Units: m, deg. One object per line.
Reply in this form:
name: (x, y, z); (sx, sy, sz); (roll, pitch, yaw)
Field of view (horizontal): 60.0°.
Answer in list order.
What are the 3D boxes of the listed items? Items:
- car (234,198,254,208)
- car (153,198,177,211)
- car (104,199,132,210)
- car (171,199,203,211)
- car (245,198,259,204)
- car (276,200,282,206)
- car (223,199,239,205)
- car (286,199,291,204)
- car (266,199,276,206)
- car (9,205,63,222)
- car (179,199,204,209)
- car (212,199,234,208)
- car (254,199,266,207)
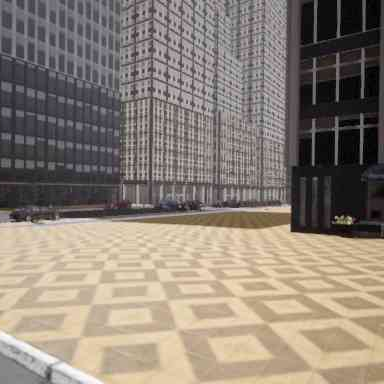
car: (9.193, 2.220, 61.076); (1.947, 1.339, 4.313); (0, 0, 35)
car: (-3.224, 1.999, 47.904); (2.033, 1.411, 5.357); (1, 0, 35)
car: (-10.558, 1.734, 47.330); (1.967, 1.590, 4.097); (0, 0, 35)
car: (-0.464, 2.055, 47.174); (1.947, 1.339, 4.313); (0, 0, 35)
car: (15.187, 2.300, 84.392); (1.947, 1.339, 4.313); (0, 0, 35)
car: (18.851, 2.384, 74.978); (1.947, 1.339, 4.313); (0, 0, 35)
car: (8.751, 2.207, 75.127); (1.802, 1.307, 4.206); (0, 0, 35)
car: (25.738, 2.460, 85.472); (1.812, 1.442, 4.674); (1, 0, 35)
car: (15.633, 2.204, 70.344); (1.967, 1.590, 4.097); (0, 0, 35)
car: (-13.234, 1.818, 28.566); (2.008, 1.369, 4.403); (0, 0, 35)
car: (0.019, 2.044, 57.829); (1.837, 1.490, 4.892); (1, 0, 35)
car: (5.335, 2.155, 60.223); (1.994, 1.385, 4.181); (1, 0, 35)
car: (12.412, 2.291, 65.710); (1.802, 1.307, 4.206); (0, 0, 35)
